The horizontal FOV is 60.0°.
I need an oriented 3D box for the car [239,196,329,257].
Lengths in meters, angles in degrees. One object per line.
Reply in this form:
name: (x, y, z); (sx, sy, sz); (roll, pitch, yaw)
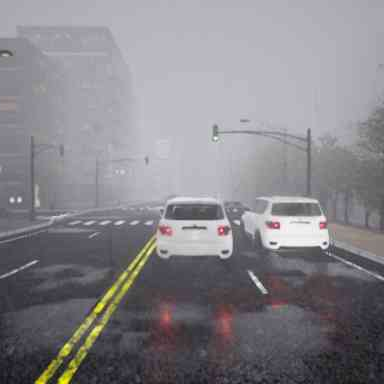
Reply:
car: (3.306, 1.157, 12.854); (2.150, 2.045, 5.566); (0, 1, 0)

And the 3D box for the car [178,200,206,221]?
car: (0.001, 1.413, 26.880); (2.033, 1.411, 5.357); (0, 0, 0)

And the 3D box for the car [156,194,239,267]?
car: (0.063, 1.163, 11.346); (2.150, 2.045, 5.566); (0, 0, 0)

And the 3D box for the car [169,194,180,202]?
car: (-3.494, 1.176, 67.188); (1.837, 1.490, 4.892); (0, 0, 0)

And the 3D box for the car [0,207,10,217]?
car: (-19.180, 1.680, 29.991); (4.718, 1.301, 1.895); (-1, 1, -4)

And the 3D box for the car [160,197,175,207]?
car: (-3.513, 1.359, 47.975); (1.895, 1.301, 4.718); (0, 0, 0)

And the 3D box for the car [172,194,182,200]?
car: (-3.531, 1.167, 77.514); (2.033, 1.411, 5.357); (0, 0, 0)

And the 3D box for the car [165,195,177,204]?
car: (-3.523, 1.243, 56.894); (1.812, 1.442, 4.674); (0, 0, 0)

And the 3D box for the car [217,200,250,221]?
car: (3.252, 1.407, 27.295); (2.033, 1.411, 5.357); (0, 0, 0)
